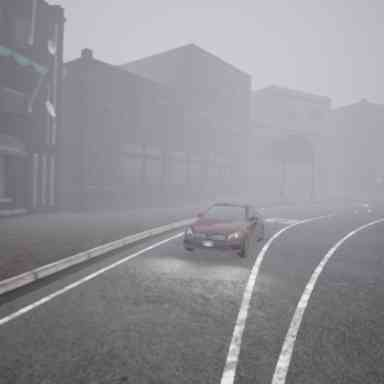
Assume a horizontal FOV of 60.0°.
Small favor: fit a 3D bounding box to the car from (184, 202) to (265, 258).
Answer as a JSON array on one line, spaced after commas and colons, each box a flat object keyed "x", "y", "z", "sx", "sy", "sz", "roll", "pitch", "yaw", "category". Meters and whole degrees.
[{"x": 1.312, "y": 1.093, "z": 11.283, "sx": 1.812, "sy": 1.442, "sz": 4.674, "roll": 2, "pitch": 2, "yaw": 22, "category": "car"}]
